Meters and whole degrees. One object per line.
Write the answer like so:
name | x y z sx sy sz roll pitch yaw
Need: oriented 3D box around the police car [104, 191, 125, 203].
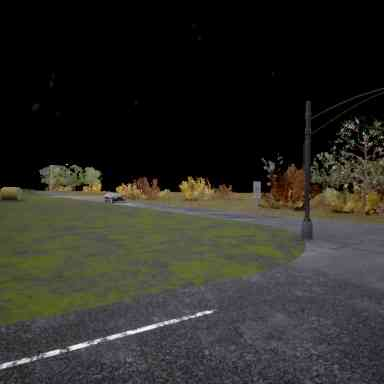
police car | -11.604 0.744 49.757 1.930 1.638 5.238 1 0 -32
